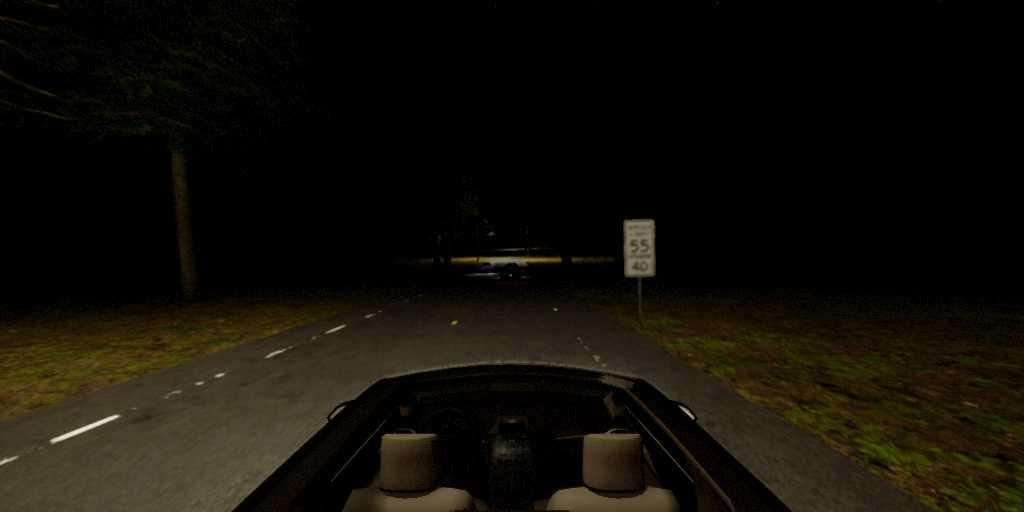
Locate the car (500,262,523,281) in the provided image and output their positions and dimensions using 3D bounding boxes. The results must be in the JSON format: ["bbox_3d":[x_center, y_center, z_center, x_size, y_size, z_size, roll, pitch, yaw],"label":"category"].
[{"bbox_3d":[-0.106,1.486,33.287,1.812,1.442,4.674,-2,0,1],"label":"car"}]

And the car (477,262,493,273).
[{"bbox_3d":[-3.636,1.530,49.897,1.812,1.442,4.674,-2,0,0],"label":"car"}]
